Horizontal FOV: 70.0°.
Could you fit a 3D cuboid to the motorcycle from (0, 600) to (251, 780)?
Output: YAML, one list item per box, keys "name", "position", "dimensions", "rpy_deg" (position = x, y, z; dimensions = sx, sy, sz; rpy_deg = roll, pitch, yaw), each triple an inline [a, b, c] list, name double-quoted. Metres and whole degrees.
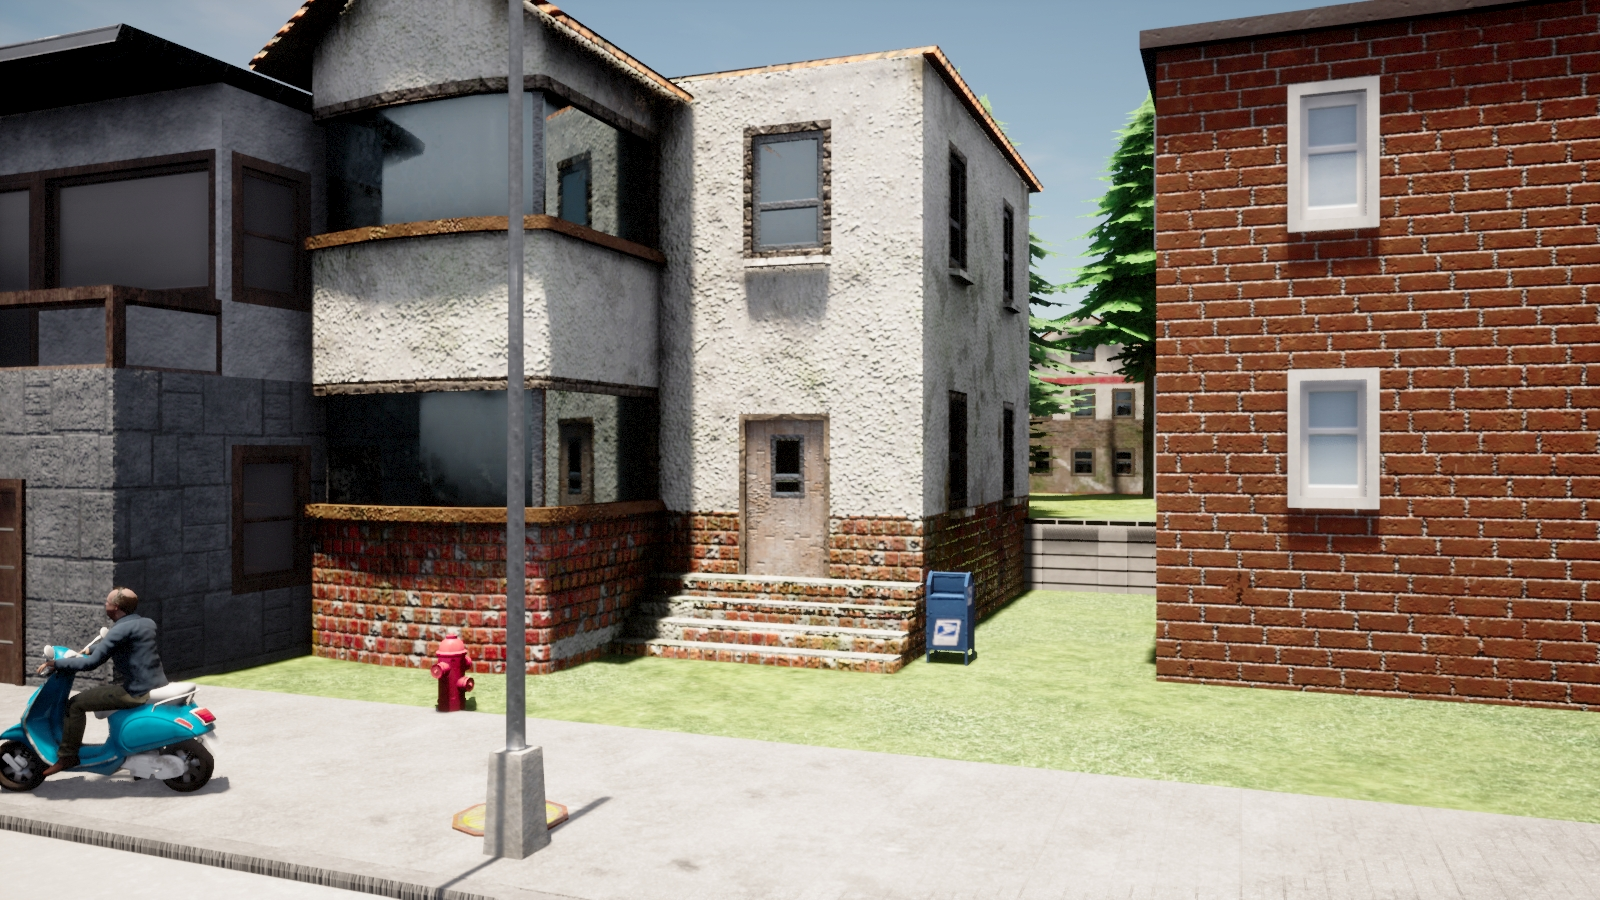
- name: "motorcycle"
  position: [-5.442, 1.858, 9.019]
  dimensions: [1.805, 1.236, 0.856]
  rpy_deg: [0, 0, 1]
